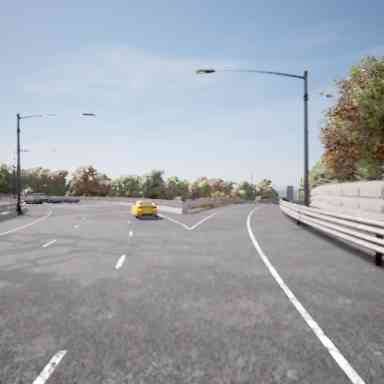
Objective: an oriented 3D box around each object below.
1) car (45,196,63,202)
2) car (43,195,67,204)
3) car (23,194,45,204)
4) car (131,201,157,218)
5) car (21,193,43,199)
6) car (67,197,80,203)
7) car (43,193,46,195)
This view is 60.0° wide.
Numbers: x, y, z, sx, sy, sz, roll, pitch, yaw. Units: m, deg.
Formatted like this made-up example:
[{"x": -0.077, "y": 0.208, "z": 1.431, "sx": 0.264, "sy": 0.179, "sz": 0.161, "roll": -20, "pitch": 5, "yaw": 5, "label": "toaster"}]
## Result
[{"x": -33.091, "y": 1.591, "z": 79.587, "sx": 5.357, "sy": 1.411, "sz": 2.033, "roll": 0, "pitch": 0, "yaw": 43, "label": "car"}, {"x": -28.666, "y": 1.714, "z": 69.467, "sx": 2.128, "sy": 1.511, "sz": 4.902, "roll": 0, "pitch": 0, "yaw": -42, "label": "car"}, {"x": -32.308, "y": 1.734, "z": 68.344, "sx": 2.128, "sy": 1.511, "sz": 4.902, "roll": 0, "pitch": 0, "yaw": -42, "label": "car"}, {"x": -4.381, "y": 1.519, "z": 30.256, "sx": 1.882, "sy": 1.535, "sz": 5.008, "roll": 0, "pitch": 0, "yaw": -16, "label": "car"}, {"x": -33.967, "y": 1.581, "z": 70.292, "sx": 2.097, "sy": 1.767, "sz": 4.553, "roll": 0, "pitch": 0, "yaw": -42, "label": "car"}, {"x": -26.087, "y": 1.707, "z": 71.826, "sx": 2.033, "sy": 1.411, "sz": 5.357, "roll": 0, "pitch": 0, "yaw": -42, "label": "car"}, {"x": -35.616, "y": 1.293, "z": 77.161, "sx": 5.566, "sy": 2.045, "sz": 2.150, "roll": 0, "pitch": 0, "yaw": 43, "label": "car"}]
